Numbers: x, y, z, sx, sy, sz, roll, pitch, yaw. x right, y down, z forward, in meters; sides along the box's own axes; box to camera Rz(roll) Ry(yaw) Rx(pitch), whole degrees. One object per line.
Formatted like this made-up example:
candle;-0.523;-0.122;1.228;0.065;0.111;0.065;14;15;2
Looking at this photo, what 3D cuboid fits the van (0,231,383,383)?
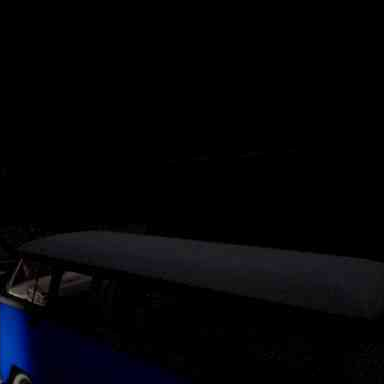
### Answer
van;-0.212;1.341;3.015;3.998;1.788;1.690;0;-1;36
